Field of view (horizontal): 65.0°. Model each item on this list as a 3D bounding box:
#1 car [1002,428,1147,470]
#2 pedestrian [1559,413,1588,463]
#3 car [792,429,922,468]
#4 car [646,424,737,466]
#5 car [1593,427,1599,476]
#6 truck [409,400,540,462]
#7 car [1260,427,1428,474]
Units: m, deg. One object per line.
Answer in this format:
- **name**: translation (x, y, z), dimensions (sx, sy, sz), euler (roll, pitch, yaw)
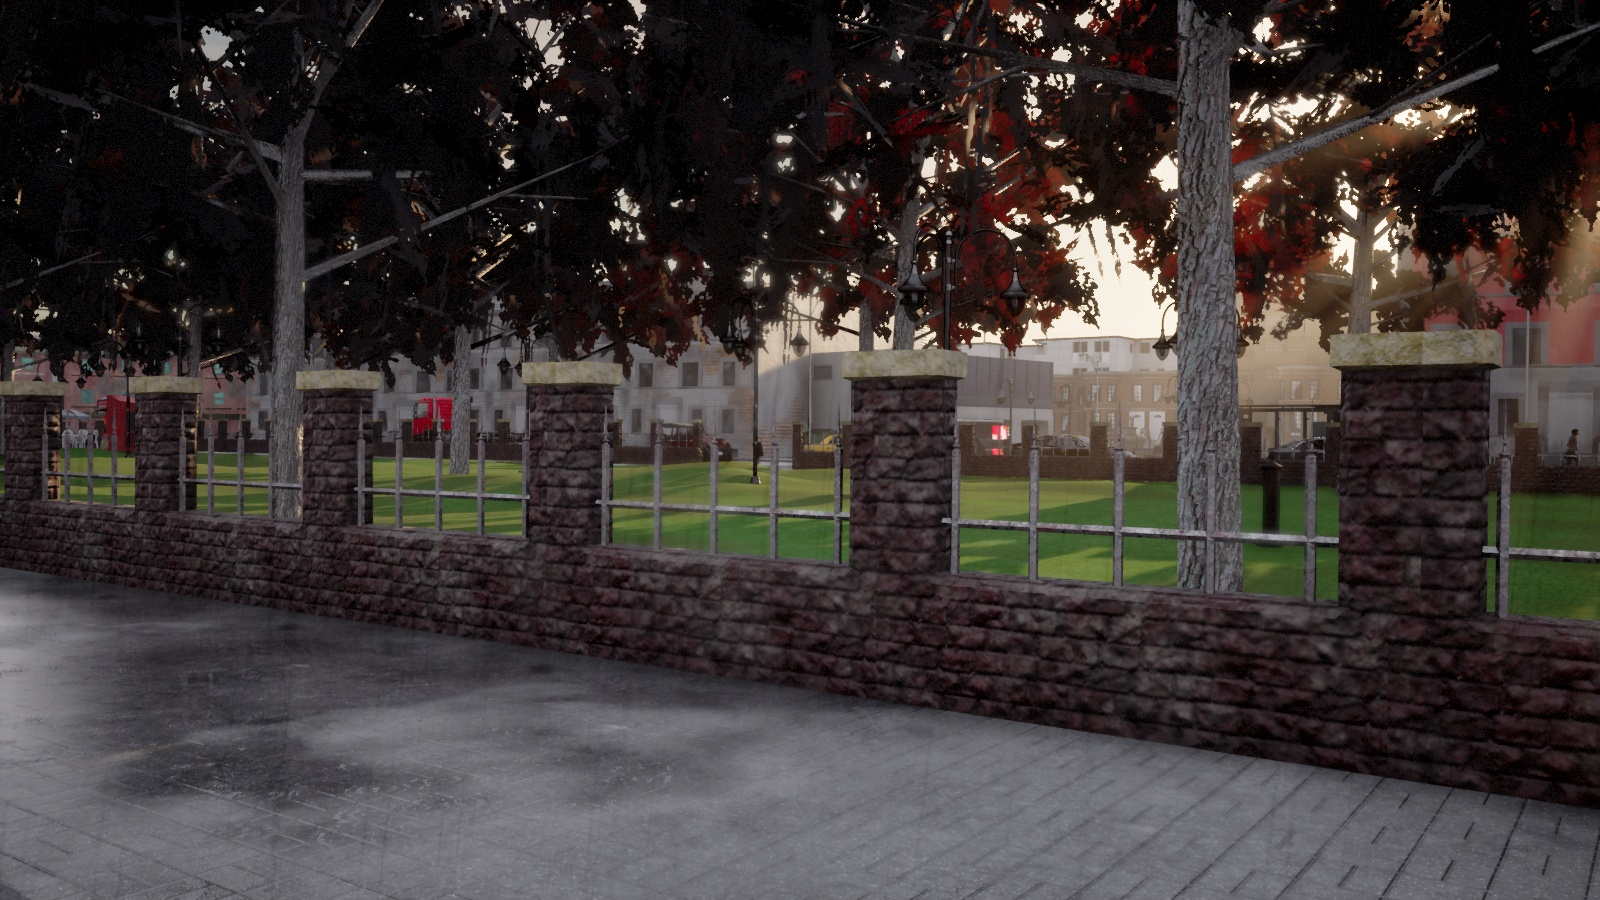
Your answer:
- **car**: translation (10.341, -0.054, 47.469), dimensions (4.902, 1.511, 2.128), euler (0, 1, 35)
- **pedestrian**: translation (27.974, -0.433, 45.433), dimensions (0.869, 1.805, 0.328), euler (0, 1, 26)
- **car**: translation (2.360, -0.076, 53.081), dimensions (5.366, 1.575, 1.801), euler (0, 1, 35)
- **car**: translation (-5.026, -0.223, 58.269), dimensions (3.866, 1.878, 1.905), euler (0, 1, 35)
- **car**: translation (25.908, 0.024, 36.535), dimensions (4.674, 1.442, 1.812), euler (0, 1, 36)
- **truck**: translation (-18.963, -1.074, 72.916), dimensions (7.936, 3.462, 2.891), euler (0, 1, 35)
- **car**: translation (18.149, -0.001, 41.978), dimensions (4.892, 1.490, 1.837), euler (0, 1, 35)
